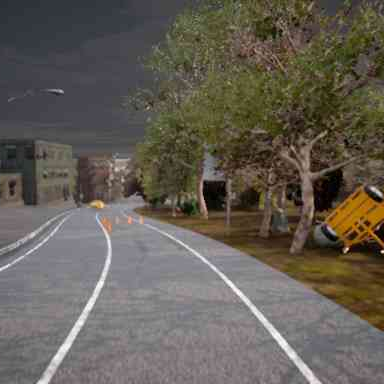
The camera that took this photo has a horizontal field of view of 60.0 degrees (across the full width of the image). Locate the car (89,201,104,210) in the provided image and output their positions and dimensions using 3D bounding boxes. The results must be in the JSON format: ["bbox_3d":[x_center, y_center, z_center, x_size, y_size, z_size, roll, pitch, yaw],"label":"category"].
[{"bbox_3d":[-16.701,2.286,58.319,1.882,1.535,5.008,-1,0,-7],"label":"car"}]

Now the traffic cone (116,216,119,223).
[{"bbox_3d":[-6.321,2.355,28.144,0.340,0.580,0.340,-2,0,-17],"label":"traffic cone"}]

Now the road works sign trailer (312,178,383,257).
[{"bbox_3d":[6.906,1.335,12.115,3.560,2.380,2.880,1,45,-44],"label":"road works sign trailer"}]
